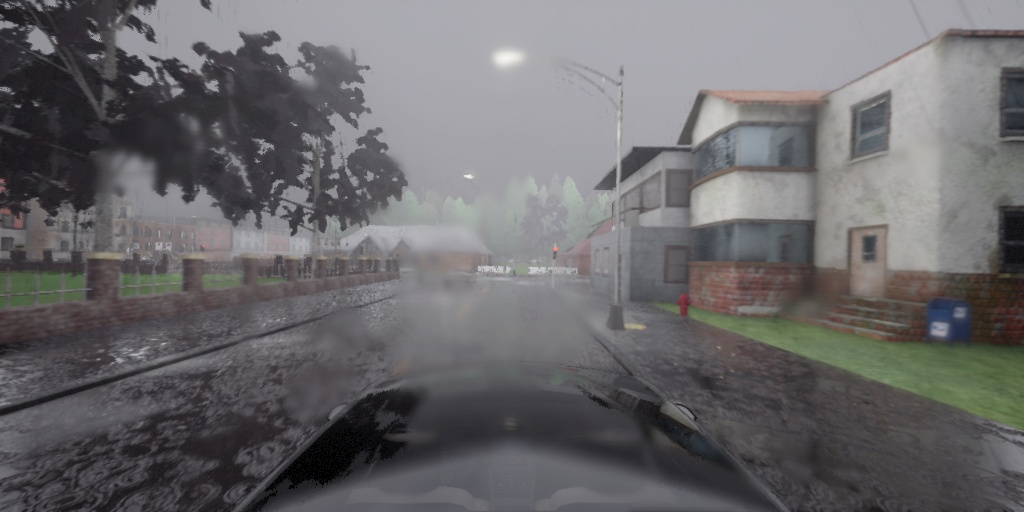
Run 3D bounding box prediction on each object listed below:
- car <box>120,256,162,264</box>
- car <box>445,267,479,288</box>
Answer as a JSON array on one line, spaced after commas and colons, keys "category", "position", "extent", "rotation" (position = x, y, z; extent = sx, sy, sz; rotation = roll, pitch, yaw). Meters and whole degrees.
[{"category": "car", "position": [-38.741, 0.720, 37.356], "extent": [4.674, 1.442, 1.812], "rotation": [1, -1, 2]}, {"category": "car", "position": [-3.514, 1.442, 25.752], "extent": [1.895, 1.301, 4.718], "rotation": [1, -1, 1]}]
